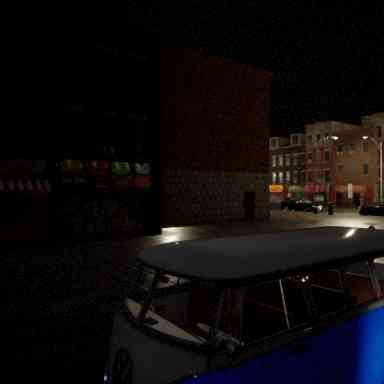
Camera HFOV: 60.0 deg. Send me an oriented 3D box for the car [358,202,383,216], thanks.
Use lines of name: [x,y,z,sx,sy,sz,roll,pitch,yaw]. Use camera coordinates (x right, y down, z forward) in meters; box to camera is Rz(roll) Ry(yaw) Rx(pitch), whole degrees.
car: [17.125,1.571,29.575,1.994,1.385,4.181,0,0,-35]

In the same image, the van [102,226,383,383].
van: [1.075,1.341,3.587,3.998,1.788,1.690,0,0,-36]

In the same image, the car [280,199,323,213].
car: [12.006,1.491,36.762,2.128,1.511,4.902,0,0,-35]
